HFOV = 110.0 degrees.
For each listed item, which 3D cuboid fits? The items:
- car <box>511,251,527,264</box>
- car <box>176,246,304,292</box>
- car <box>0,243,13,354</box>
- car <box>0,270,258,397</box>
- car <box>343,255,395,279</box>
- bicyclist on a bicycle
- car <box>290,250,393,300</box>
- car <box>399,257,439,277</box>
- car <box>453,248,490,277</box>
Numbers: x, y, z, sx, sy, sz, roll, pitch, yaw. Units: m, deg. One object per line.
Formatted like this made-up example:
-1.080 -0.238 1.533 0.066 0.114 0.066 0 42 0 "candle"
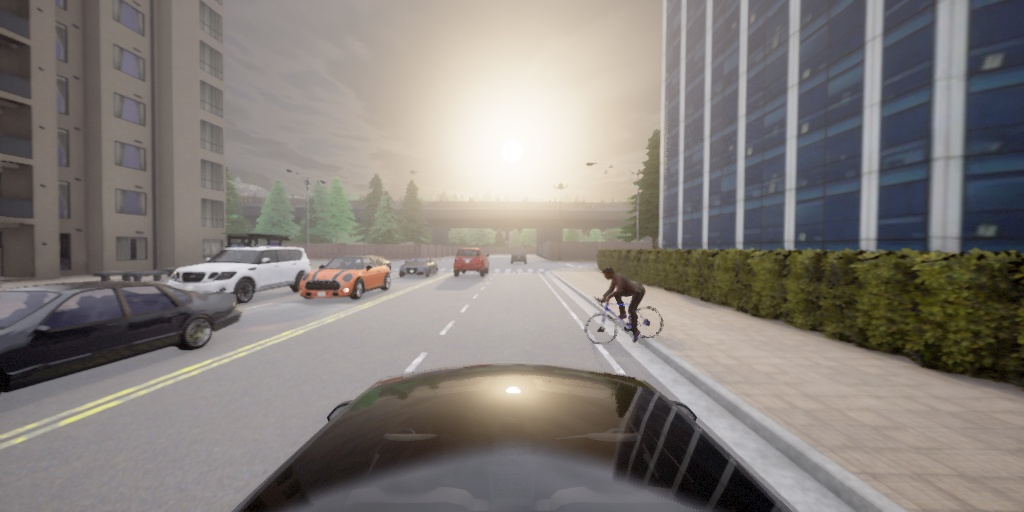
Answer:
0.932 0.093 48.771 2.097 1.767 4.553 1 1 1 "car"
-10.375 0.611 14.368 2.150 2.045 5.566 1 1 1 "car"
-10.576 0.828 4.009 2.150 2.045 5.566 1 1 1 "car"
-7.048 1.150 5.710 2.033 1.411 5.357 1 1 1 "car"
-10.088 0.699 25.742 1.812 1.442 4.674 1 1 1 "car"
2.285 1.017 7.519 1.656 1.620 0.582 -9 1 1 "bicyclist on a bicycle"
-6.857 0.755 15.237 2.097 1.767 4.553 1 1 1 "car"
-6.589 0.771 25.681 1.994 1.385 4.181 1 1 1 "car"
-2.968 0.412 26.996 2.150 2.045 5.566 1 1 1 "car"
